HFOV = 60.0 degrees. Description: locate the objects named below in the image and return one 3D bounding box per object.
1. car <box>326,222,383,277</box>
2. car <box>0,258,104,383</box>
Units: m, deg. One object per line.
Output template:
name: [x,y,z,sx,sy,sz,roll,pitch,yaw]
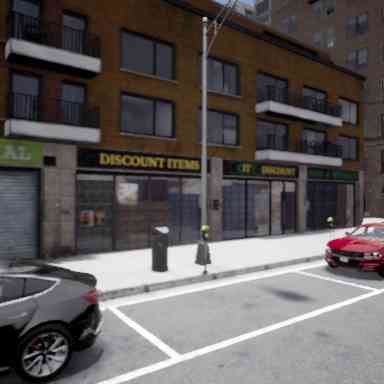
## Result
car: [6.028,1.642,10.485,4.507,1.381,1.887,1,0,-35]
car: [-3.225,1.562,3.887,4.313,1.339,1.947,1,0,-35]
